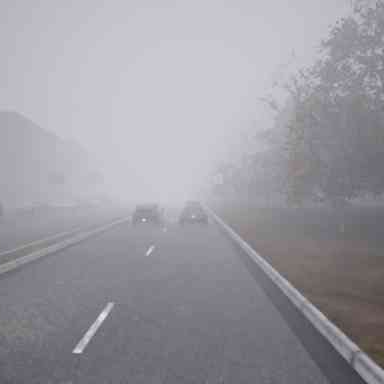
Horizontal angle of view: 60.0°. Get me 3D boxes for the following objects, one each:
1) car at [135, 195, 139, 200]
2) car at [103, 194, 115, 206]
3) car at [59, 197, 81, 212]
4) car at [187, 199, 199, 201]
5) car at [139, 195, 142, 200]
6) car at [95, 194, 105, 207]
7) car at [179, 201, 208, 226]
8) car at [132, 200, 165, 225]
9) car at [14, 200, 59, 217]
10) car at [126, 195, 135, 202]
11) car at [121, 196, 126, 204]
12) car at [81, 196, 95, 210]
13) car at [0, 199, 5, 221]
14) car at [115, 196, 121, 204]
[{"bbox_3d":[-15.352,1.515,83.423,2.185,1.767,4.553,0,0,0],"label":"car"},{"bbox_3d":[-15.228,1.316,55.612,2.435,2.045,5.566,0,0,0],"label":"car"},{"bbox_3d":[-15.152,1.521,38.880,1.946,1.575,5.366,0,0,0],"label":"car"},{"bbox_3d":[0.100,1.579,42.148,1.882,1.535,5.008,0,0,0],"label":"car"},{"bbox_3d":[-15.369,1.652,88.732,1.946,1.575,5.366,0,0,0],"label":"car"},{"bbox_3d":[-15.202,1.550,49.930,1.946,1.575,5.366,0,0,0],"label":"car"},{"bbox_3d":[0.096,1.623,24.237,1.994,1.385,4.181,0,0,0],"label":"car"},{"bbox_3d":[-3.154,1.565,24.285,1.837,1.490,4.892,0,0,0],"label":"car"},{"bbox_3d":[-15.176,1.507,32.007,2.231,1.521,4.892,0,0,0],"label":"car"},{"bbox_3d":[-15.329,1.622,77.679,1.946,1.575,5.366,0,0,0],"label":"car"},{"bbox_3d":[-15.278,1.598,66.822,2.231,1.521,4.892,0,0,0],"label":"car"},{"bbox_3d":[-15.177,1.413,44.622,2.185,1.767,4.553,0,0,0],"label":"car"},{"bbox_3d":[-15.077,1.230,22.587,2.435,2.045,5.566,0,0,0],"label":"car"},{"bbox_3d":[-15.255,1.584,61.296,2.231,1.521,4.892,0,0,0],"label":"car"}]
